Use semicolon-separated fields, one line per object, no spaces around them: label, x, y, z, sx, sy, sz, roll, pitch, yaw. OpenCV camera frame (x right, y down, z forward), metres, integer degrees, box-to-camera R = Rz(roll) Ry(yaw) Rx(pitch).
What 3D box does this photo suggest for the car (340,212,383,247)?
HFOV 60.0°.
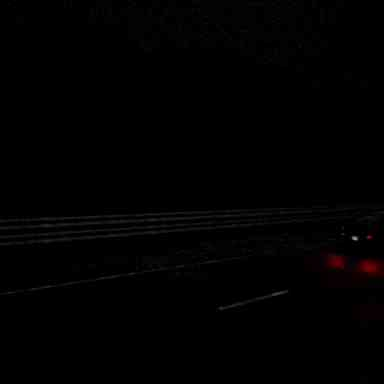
car;7.968;1.547;13.751;4.674;1.442;1.812;0;0;-35
